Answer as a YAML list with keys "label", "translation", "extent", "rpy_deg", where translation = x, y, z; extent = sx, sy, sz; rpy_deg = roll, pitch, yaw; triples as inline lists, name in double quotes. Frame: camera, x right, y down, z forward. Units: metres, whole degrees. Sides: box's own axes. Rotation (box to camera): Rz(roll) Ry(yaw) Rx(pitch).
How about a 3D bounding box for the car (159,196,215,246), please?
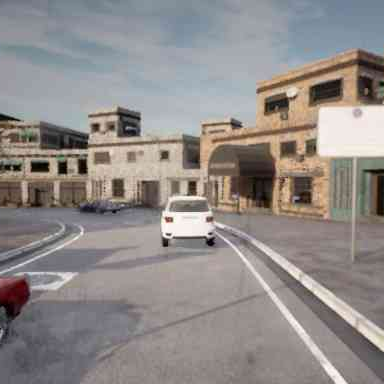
- label: "car"
  translation: [-0.318, 1.185, 15.320]
  extent: [2.150, 2.045, 5.566]
  rpy_deg: [0, 1, -5]

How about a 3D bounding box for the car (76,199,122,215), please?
- label: "car"
  translation: [-9.247, 1.451, 32.792]
  extent: [5.357, 1.411, 2.033]
  rpy_deg: [-1, 2, 38]

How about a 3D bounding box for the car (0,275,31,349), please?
- label: "car"
  translation: [-3.602, 1.600, 3.288]
  extent: [1.895, 1.301, 4.718]
  rpy_deg: [0, 0, 0]
